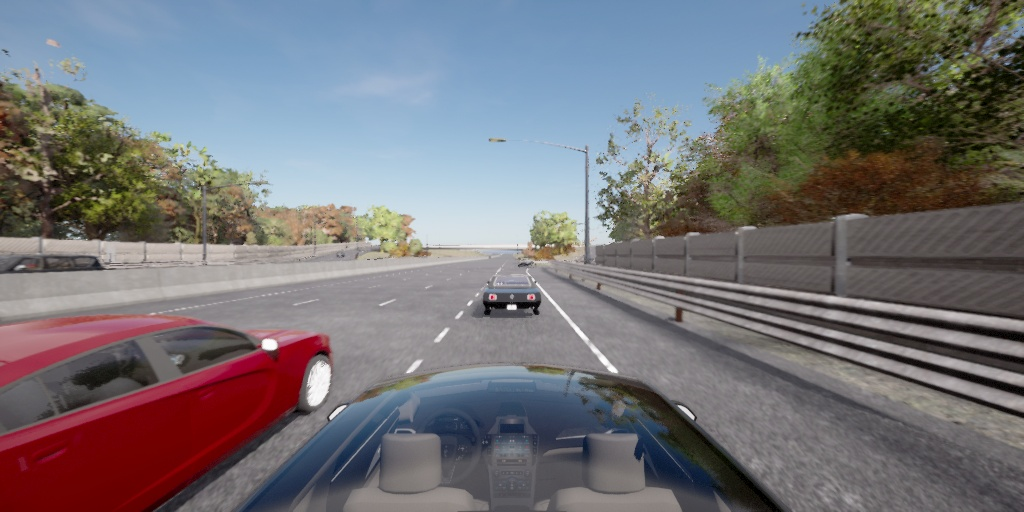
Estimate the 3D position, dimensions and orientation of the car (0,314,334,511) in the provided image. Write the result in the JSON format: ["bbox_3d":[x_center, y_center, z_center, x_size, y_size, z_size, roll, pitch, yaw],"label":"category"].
[{"bbox_3d":[-3.398,1.224,2.990,1.882,1.535,5.008,0,0,0],"label":"car"}]

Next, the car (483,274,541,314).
[{"bbox_3d":[0.000,1.319,13.478,1.895,1.301,4.718,0,0,0],"label":"car"}]

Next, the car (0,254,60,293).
[{"bbox_3d":[-28.095,0.929,18.654,2.150,2.045,5.566,0,0,0],"label":"car"}]

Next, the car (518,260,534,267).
[{"bbox_3d":[2.492,1.272,61.938,1.895,1.301,4.718,2,0,14],"label":"car"}]

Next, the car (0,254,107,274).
[{"bbox_3d":[-21.098,0.937,15.420,2.150,2.045,5.566,0,0,0],"label":"car"}]
